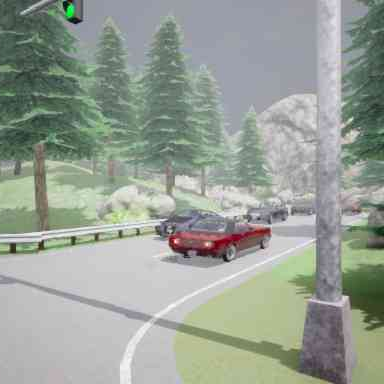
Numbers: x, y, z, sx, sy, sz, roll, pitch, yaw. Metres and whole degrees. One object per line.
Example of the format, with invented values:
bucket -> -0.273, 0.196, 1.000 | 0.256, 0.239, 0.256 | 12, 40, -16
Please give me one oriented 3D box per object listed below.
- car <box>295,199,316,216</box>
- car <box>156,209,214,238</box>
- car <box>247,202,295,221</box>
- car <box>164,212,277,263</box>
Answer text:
car -> 11.314, 1.520, 33.658 | 1.837, 1.490, 4.892 | 0, 0, 28
car -> 0.090, 1.579, 16.910 | 1.994, 1.385, 4.181 | 0, 0, 35
car -> 5.733, 1.507, 25.100 | 2.128, 1.511, 4.902 | 0, 0, 35
car -> 1.276, 1.639, 12.276 | 1.895, 1.301, 4.718 | 0, 0, 35
